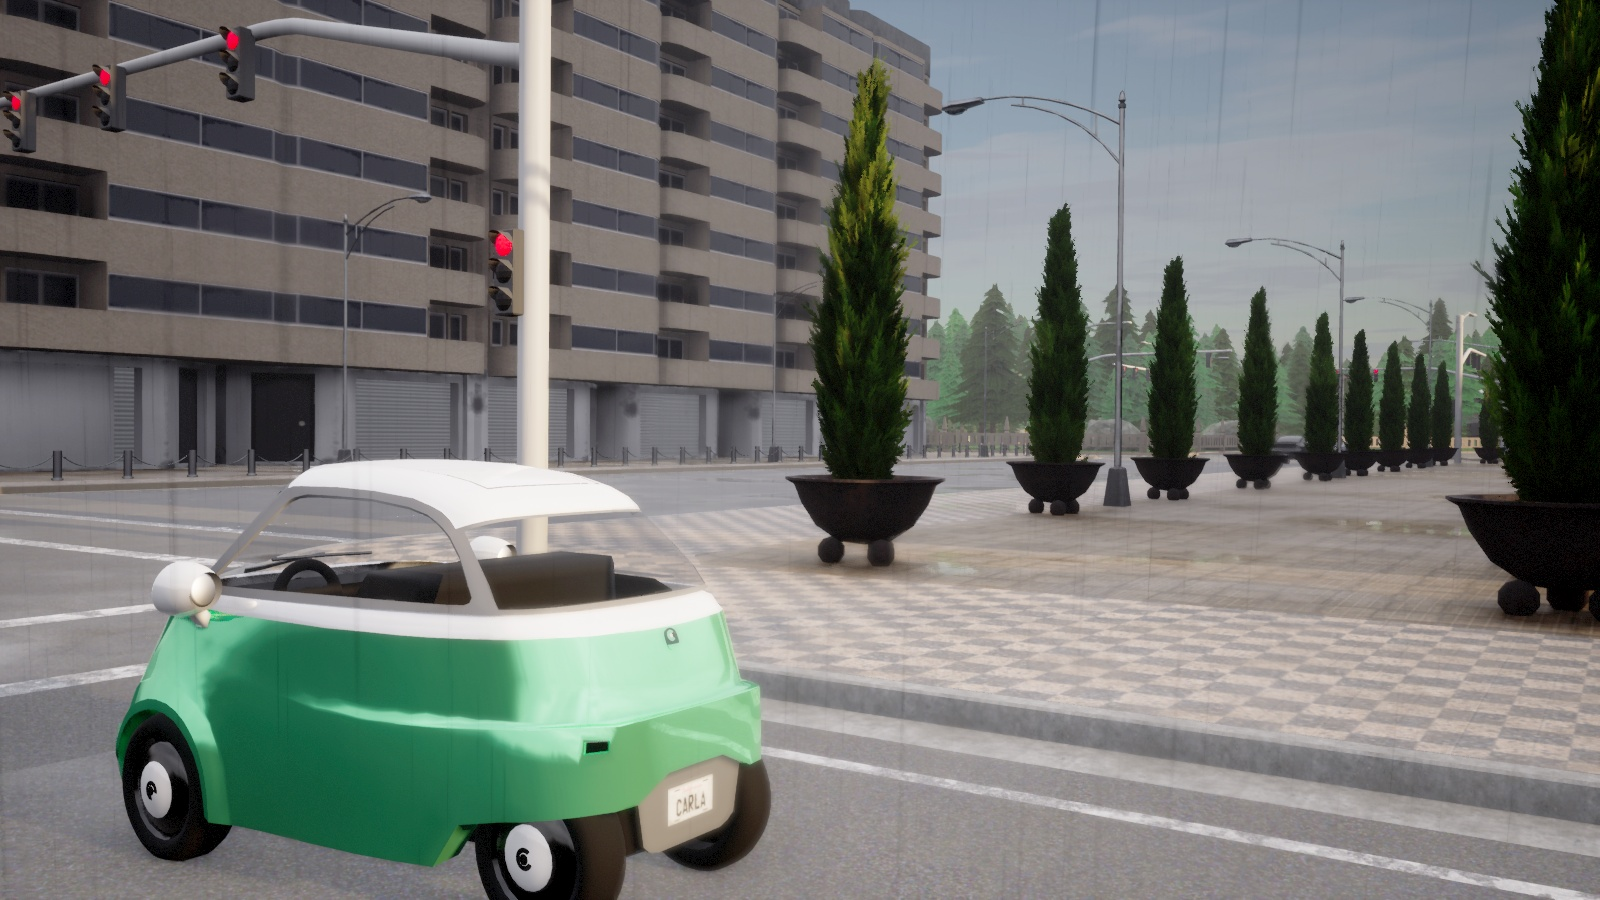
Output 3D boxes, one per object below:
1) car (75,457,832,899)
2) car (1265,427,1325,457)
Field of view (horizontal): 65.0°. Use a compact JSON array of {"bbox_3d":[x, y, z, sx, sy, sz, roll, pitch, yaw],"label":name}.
[{"bbox_3d":[-1.218,0.737,4.433,2.207,1.376,1.481,0,1,34],"label":"car"},{"bbox_3d":[25.735,-0.442,65.164,1.837,1.490,4.892,0,1,34],"label":"car"}]
